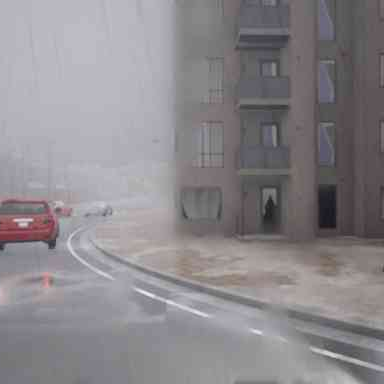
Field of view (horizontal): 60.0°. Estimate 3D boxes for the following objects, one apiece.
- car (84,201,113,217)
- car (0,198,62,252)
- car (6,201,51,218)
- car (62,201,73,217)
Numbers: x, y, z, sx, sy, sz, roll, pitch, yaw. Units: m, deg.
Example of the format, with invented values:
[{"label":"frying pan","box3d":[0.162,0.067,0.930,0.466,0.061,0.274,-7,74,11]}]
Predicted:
[{"label":"car","box3d":[-9.067,1.655,32.669,1.812,1.442,4.674,0,0,-2]},{"label":"car","box3d":[-7.088,1.290,14.671,2.150,2.045,5.566,0,0,-20]},{"label":"car","box3d":[-16.236,1.702,33.452,2.033,1.411,5.357,0,0,-2]},{"label":"car","box3d":[-12.434,1.484,30.126,2.097,1.767,4.553,0,0,-3]}]
